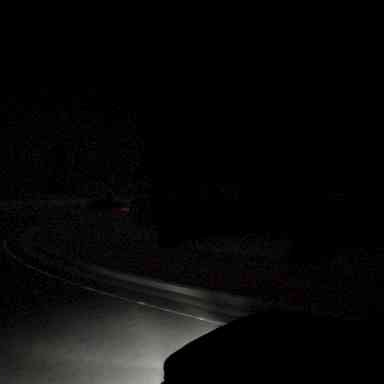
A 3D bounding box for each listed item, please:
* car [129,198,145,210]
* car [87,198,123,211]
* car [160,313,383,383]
[{"bbox_3d":[-5.881,1.478,42.740,1.882,1.535,5.008,0,0,36],"label":"car"},{"bbox_3d":[-10.701,1.478,41.278,1.882,1.535,5.008,0,0,31],"label":"car"},{"bbox_3d":[2.122,1.548,1.863,5.357,1.411,2.033,0,0,44],"label":"car"}]
